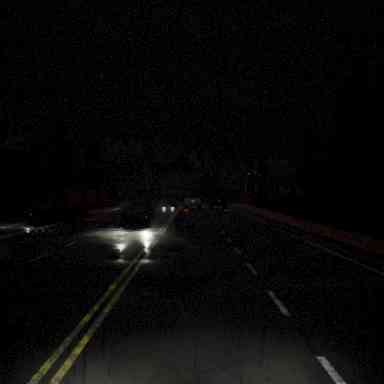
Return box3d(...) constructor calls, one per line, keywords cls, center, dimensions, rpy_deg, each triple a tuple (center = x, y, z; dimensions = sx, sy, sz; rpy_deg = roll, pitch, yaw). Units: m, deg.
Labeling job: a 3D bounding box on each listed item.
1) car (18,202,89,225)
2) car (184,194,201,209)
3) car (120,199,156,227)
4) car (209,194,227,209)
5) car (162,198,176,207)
box3d(cls="car", center=(-10.122, 1.487, 24.641), dimensions=(1.882, 1.535, 5.008), rpy_deg=(3, 2, 42))
box3d(cls="car", center=(0.103, 1.248, 46.877), dimensions=(2.150, 2.045, 5.566), rpy_deg=(0, 0, 0))
box3d(cls="car", center=(-3.598, 1.491, 22.818), dimensions=(1.882, 1.535, 5.008), rpy_deg=(0, 0, 0))
box3d(cls="car", center=(3.603, 1.247, 46.368), dimensions=(2.150, 2.045, 5.566), rpy_deg=(0, 0, 0))
box3d(cls="car", center=(-3.525, 1.577, 52.012), dimensions=(2.033, 1.411, 5.357), rpy_deg=(0, 0, 1))
